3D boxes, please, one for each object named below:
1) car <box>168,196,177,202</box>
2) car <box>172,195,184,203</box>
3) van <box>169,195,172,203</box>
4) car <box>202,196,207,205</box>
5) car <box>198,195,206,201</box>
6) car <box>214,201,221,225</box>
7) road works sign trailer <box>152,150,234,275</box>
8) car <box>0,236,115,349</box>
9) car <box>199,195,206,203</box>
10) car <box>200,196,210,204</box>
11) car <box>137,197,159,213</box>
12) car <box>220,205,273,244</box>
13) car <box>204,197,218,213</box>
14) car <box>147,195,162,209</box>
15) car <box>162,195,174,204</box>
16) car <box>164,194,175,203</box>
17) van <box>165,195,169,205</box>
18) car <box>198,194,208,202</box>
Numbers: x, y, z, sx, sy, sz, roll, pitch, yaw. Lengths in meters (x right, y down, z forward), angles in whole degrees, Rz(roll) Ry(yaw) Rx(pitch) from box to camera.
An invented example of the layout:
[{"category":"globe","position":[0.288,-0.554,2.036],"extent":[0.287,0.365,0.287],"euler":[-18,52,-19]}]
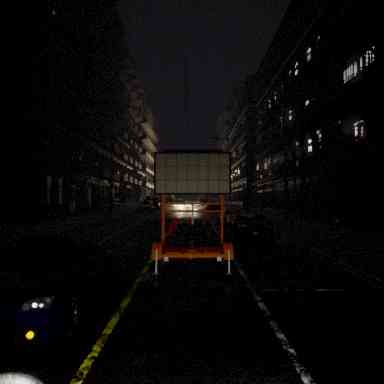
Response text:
[{"category":"car","position":[-5.106,1.832,87.793],"extent":[1.947,1.339,4.313],"euler":[1,0,0]},{"category":"car","position":[-2.600,1.700,68.447],"extent":[1.812,1.442,4.674],"euler":[0,0,0]},{"category":"van","position":[-5.160,1.481,60.141],"extent":[1.690,1.788,3.998],"euler":[1,0,0]},{"category":"car","position":[2.679,1.635,43.470],"extent":[2.008,1.369,4.403],"euler":[1,0,0]},{"category":"car","position":[2.755,1.736,93.248],"extent":[1.967,1.590,4.097],"euler":[1,0,0]},{"category":"car","position":[2.632,1.554,21.518],"extent":[1.752,1.417,4.829],"euler":[1,0,0]},{"category":"road works sign trailer","position":[0.020,0.475,10.490],"extent":[2.380,3.560,2.880],"euler":[0,0,0]},{"category":"car","position":[-2.839,1.570,6.351],"extent":[1.994,1.385,4.181],"euler":[0,0,0]},{"category":"car","position":[2.716,1.685,60.061],"extent":[1.887,1.381,4.507],"euler":[1,0,0]},{"category":"car","position":[2.749,1.627,71.124],"extent":[1.967,1.590,4.097],"euler":[1,0,0]},{"category":"car","position":[-5.213,1.594,37.848],"extent":[1.752,1.417,4.829],"euler":[2,0,0]},{"category":"car","position":[2.619,1.564,15.816],"extent":[1.887,1.381,4.507],"euler":[1,0,0]},{"category":"car","position":[2.667,1.614,37.938],"extent":[1.887,1.381,4.507],"euler":[1,0,0]},{"category":"car","position":[-5.195,1.399,43.550],"extent":[2.192,1.841,5.009],"euler":[2,0,0]},{"category":"car","position":[-5.135,1.502,71.202],"extent":[2.192,1.841,5.009],"euler":[1,0,0]},{"category":"car","position":[-5.123,1.527,76.731],"extent":[2.192,1.841,5.009],"euler":[1,0,0]},{"category":"van","position":[-5.171,1.460,54.609],"extent":[1.690,1.788,3.998],"euler":[2,0,0]},{"category":"car","position":[2.734,1.553,82.186],"extent":[2.192,1.841,5.009],"euler":[1,0,0]}]
